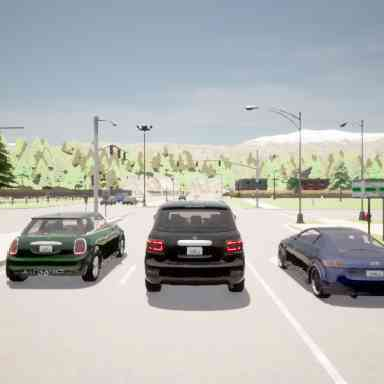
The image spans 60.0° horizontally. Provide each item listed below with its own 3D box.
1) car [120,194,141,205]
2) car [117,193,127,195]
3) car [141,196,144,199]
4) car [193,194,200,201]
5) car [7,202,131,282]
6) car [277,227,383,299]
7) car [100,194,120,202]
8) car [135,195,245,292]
[{"bbox_3d":[-10.864,1.547,58.292,2.033,1.411,5.357,0,0,1],"label":"car"},{"bbox_3d":[-14.186,1.220,66.559,2.150,2.045,5.566,0,0,1],"label":"car"},{"bbox_3d":[-10.658,1.526,67.874,1.812,1.442,4.674,0,0,1],"label":"car"},{"bbox_3d":[1.116,1.311,83.397,1.882,1.535,5.008,0,0,1],"label":"car"},{"bbox_3d":[-3.417,1.352,9.946,2.097,1.767,4.553,0,0,0],"label":"car"},{"bbox_3d":[3.578,1.564,8.505,1.994,1.385,4.181,0,0,0],"label":"car"},{"bbox_3d":[-14.392,1.564,57.206,1.994,1.385,4.181,0,0,1],"label":"car"},{"bbox_3d":[0.075,1.221,9.051,2.150,2.045,5.566,0,0,1],"label":"car"}]
